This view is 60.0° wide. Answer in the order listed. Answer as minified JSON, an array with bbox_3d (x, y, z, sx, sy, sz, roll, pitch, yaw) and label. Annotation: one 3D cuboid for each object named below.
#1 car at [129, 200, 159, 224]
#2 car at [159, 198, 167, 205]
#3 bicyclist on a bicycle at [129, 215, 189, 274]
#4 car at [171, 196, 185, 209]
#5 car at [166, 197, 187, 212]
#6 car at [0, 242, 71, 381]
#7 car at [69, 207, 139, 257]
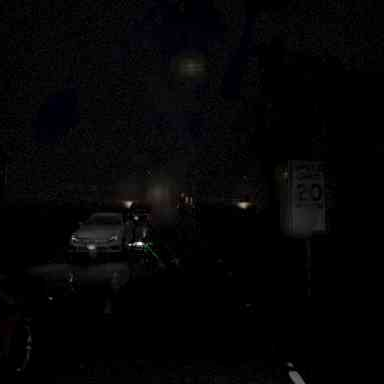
[{"bbox_3d":[-3.922,1.533,25.179,2.128,1.511,4.902,0,0,-2],"label":"car"},{"bbox_3d":[-5.648,1.817,64.127,2.033,1.411,5.357,0,-1,-2],"label":"car"},{"bbox_3d":[-0.920,1.463,9.165,1.656,1.620,0.582,-2,0,-3],"label":"bicyclist on a bicycle"},{"bbox_3d":[-2.096,1.499,49.574,2.097,1.767,4.553,0,0,-3],"label":"car"},{"bbox_3d":[-1.660,1.655,39.744,1.994,1.385,4.181,0,0,-1],"label":"car"},{"bbox_3d":[-2.900,1.550,2.706,2.033,1.411,5.357,0,0,-3],"label":"car"},{"bbox_3d":[-3.386,1.541,13.228,1.812,1.442,4.674,0,0,-3],"label":"car"}]
